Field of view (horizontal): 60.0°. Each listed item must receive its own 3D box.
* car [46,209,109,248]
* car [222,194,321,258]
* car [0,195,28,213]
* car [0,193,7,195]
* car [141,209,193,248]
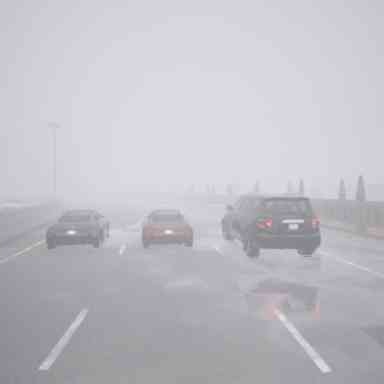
[{"bbox_3d":[-4.664,1.420,14.065,1.994,1.385,4.181,0,1,-8],"label":"car"},{"bbox_3d":[2.667,1.084,12.440,2.150,2.045,5.566,0,1,-7],"label":"car"},{"bbox_3d":[-15.806,1.233,29.642,1.812,1.442,4.674,0,1,-19],"label":"car"},{"bbox_3d":[-36.675,0.895,64.306,1.812,1.442,4.674,-1,1,-44],"label":"car"},{"bbox_3d":[-1.143,1.413,14.183,1.994,1.385,4.181,0,1,-8],"label":"car"}]
